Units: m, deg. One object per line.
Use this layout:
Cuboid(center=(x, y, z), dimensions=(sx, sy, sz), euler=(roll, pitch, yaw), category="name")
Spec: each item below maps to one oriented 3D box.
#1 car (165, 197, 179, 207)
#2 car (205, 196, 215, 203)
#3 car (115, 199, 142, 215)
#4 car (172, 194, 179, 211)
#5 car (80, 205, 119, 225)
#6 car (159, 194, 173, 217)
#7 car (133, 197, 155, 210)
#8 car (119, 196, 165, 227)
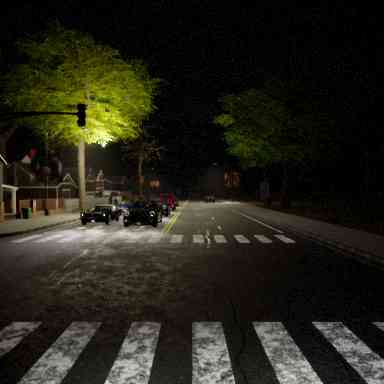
Cuboid(center=(-3.056, 1.501, 51.655), dimensions=(1.837, 1.490, 4.892), euler=(0, 0, 1), category="car")
Cuboid(center=(3.677, 1.506, 67.636), dimensions=(1.837, 1.490, 4.892), euler=(0, 0, 1), category="car")
Cuboid(center=(-6.419, 1.518, 34.193), dimensions=(1.812, 1.442, 4.674), euler=(0, 0, 0), category="car")
Cuboid(center=(-3.143, 1.215, 41.216), dimensions=(2.150, 2.045, 5.566), euler=(0, 0, 1), category="car")
Cuboid(center=(-6.479, 1.594, 24.021), dimensions=(1.895, 1.301, 4.718), euler=(0, 0, 0), category="car")
Cuboid(center=(-3.193, 1.344, 31.381), dimensions=(2.097, 1.767, 4.553), euler=(0, 0, 0), category="car")
Cuboid(center=(-6.369, 1.486, 44.633), dimensions=(2.128, 1.511, 4.902), euler=(0, 0, 1), category="car")
Cuboid(center=(-3.238, 1.345, 22.524), dimensions=(2.097, 1.767, 4.553), euler=(0, 0, 0), category="car")
